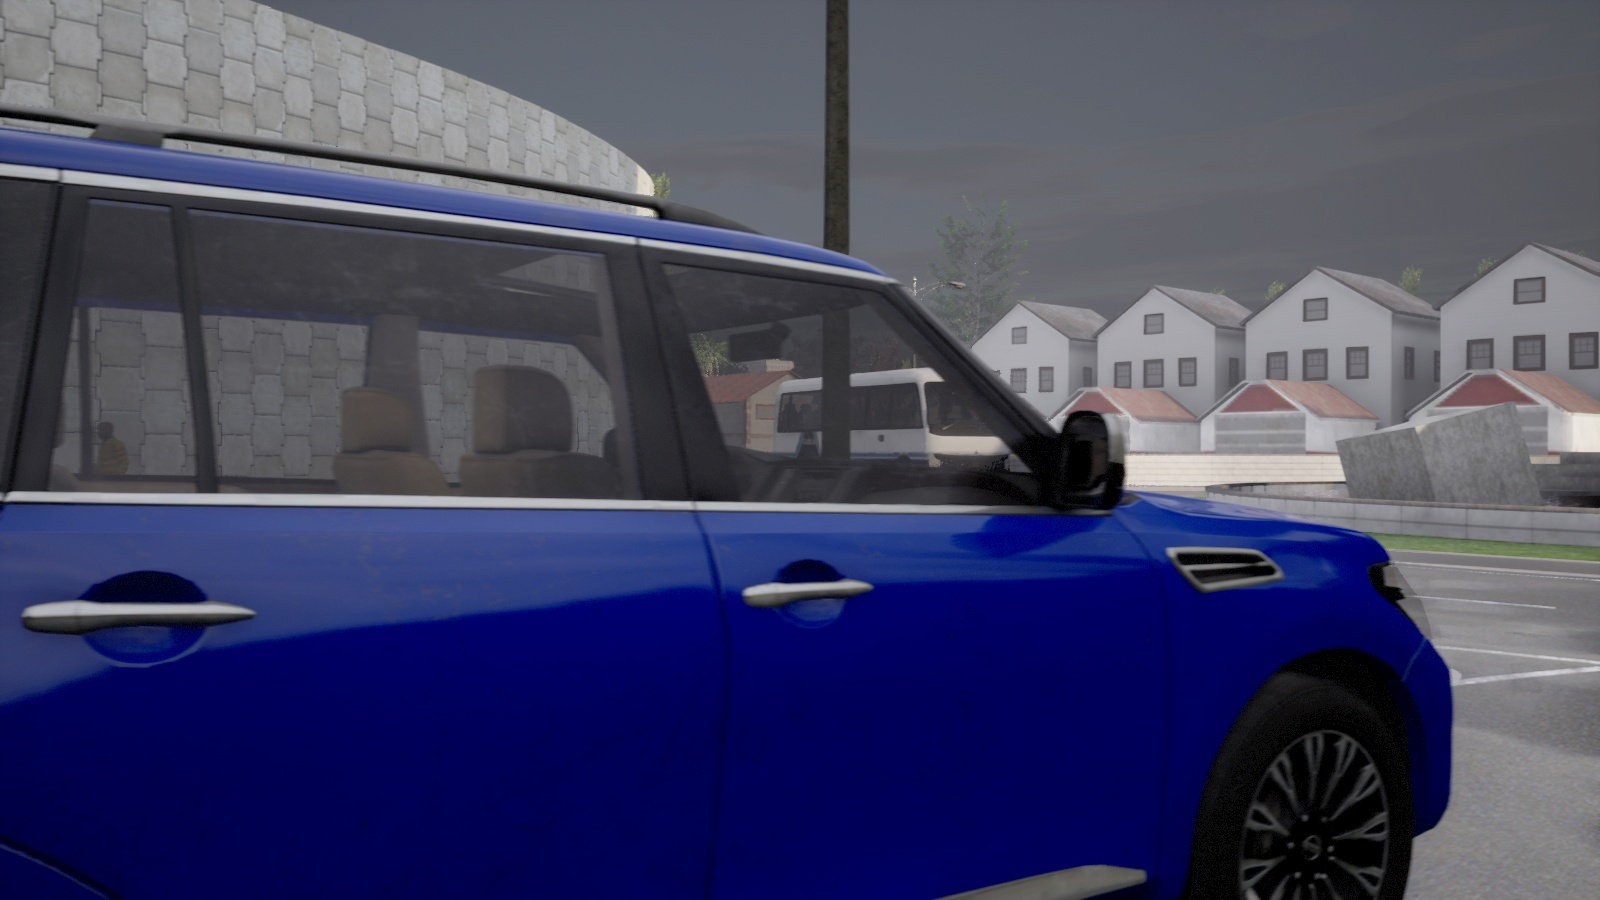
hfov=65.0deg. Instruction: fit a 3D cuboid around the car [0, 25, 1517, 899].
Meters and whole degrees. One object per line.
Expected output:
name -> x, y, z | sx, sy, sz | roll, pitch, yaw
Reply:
car -> -0.707, 0.475, 3.164 | 5.566, 2.045, 2.150 | 0, 0, -34
